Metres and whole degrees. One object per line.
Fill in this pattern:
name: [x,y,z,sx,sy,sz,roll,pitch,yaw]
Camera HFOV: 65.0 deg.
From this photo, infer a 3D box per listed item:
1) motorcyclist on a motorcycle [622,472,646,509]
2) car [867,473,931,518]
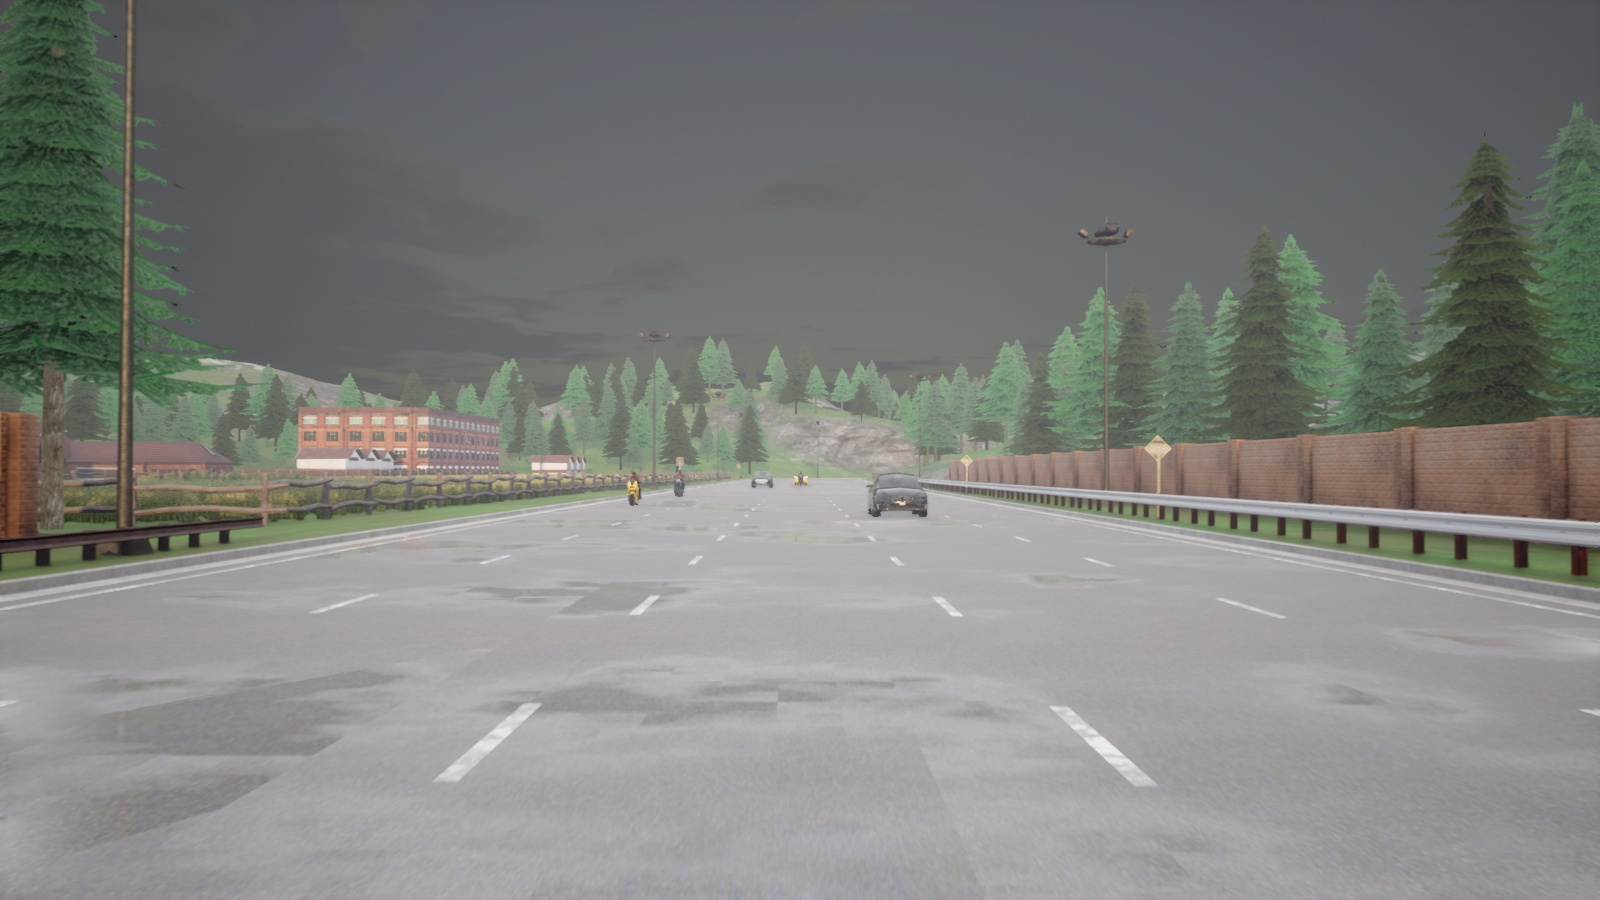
motorcyclist on a motorcycle: [-7.132,1.731,54.076,0.797,1.523,2.044,0,-1,0]
car: [3.394,1.539,43.792,1.837,1.490,4.892,0,-1,0]
